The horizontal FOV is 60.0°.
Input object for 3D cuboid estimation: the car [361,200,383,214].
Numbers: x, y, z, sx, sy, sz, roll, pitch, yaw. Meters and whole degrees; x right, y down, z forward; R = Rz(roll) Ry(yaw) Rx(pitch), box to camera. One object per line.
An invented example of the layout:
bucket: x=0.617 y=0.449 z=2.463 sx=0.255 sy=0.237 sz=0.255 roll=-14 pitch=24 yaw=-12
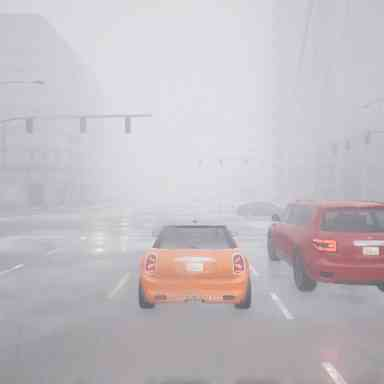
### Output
car: x=20.508 y=1.564 z=35.209 sx=4.181 sy=1.385 sz=1.994 roll=0 pitch=0 yaw=1

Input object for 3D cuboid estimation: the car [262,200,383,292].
car: x=3.547 y=1.221 z=9.059 sx=2.150 sy=2.045 sz=5.566 roll=0 pitch=0 yaw=2

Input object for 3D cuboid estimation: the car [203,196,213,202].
car: x=3.612 y=1.524 z=74.389 sx=1.812 sy=1.442 sz=4.674 roll=0 pitch=0 yaw=0

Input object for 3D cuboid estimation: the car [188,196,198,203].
car: x=0.218 y=1.526 z=68.491 sx=1.812 sy=1.442 sz=4.674 roll=0 pitch=0 yaw=0

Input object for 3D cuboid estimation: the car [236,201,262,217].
car: x=6.137 y=1.505 z=28.176 sx=4.892 sy=1.490 sz=1.837 roll=0 pitch=0 yaw=1

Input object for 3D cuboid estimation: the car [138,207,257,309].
car: x=0.069 y=1.352 z=8.037 sx=2.097 sy=1.767 sz=4.553 roll=0 pitch=0 yaw=1
